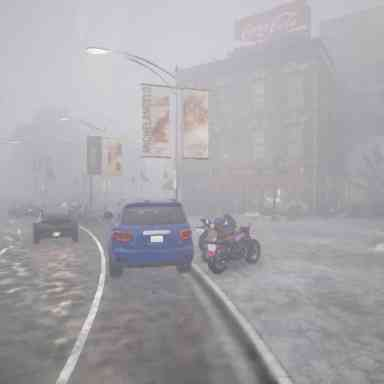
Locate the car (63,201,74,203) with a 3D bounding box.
[{"bbox_3d":[-10.641,1.512,29.304,2.002,1.452,4.674,0,0,-38],"label":"car"}]

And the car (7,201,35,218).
[{"bbox_3d":[-15.369,1.551,30.336,1.994,1.385,4.181,0,0,-41],"label":"car"}]

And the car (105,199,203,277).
[{"bbox_3d":[-1.533,1.219,10.591,2.150,2.045,5.566,0,0,-15],"label":"car"}]

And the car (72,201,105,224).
[{"bbox_3d":[-7.348,1.590,24.614,1.895,1.301,4.718,0,0,-28],"label":"car"}]

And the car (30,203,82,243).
[{"bbox_3d":[-6.658,1.503,16.253,1.837,1.490,4.892,0,0,-23],"label":"car"}]
